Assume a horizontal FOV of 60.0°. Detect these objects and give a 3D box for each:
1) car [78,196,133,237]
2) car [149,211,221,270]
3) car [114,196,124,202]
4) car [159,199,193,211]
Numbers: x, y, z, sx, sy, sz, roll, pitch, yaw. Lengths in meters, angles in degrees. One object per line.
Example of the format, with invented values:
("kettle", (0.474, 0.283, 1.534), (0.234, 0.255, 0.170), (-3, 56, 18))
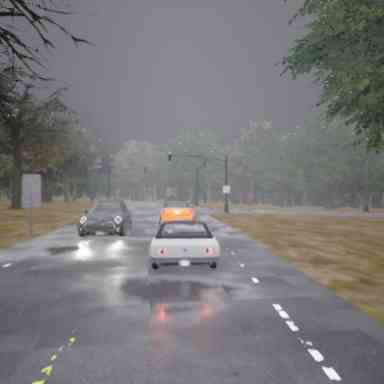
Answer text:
("car", (-4.311, 1.242, 17.118), (2.097, 1.767, 4.553), (0, 0, -4))
("car", (-0.276, 1.529, 10.752), (1.895, 1.301, 4.718), (0, 0, -3))
("car", (-18.240, 1.722, 82.996), (1.994, 1.385, 4.181), (0, -1, -19))
("car", (-1.035, 1.215, 21.485), (2.097, 1.767, 4.553), (0, 0, -5))
